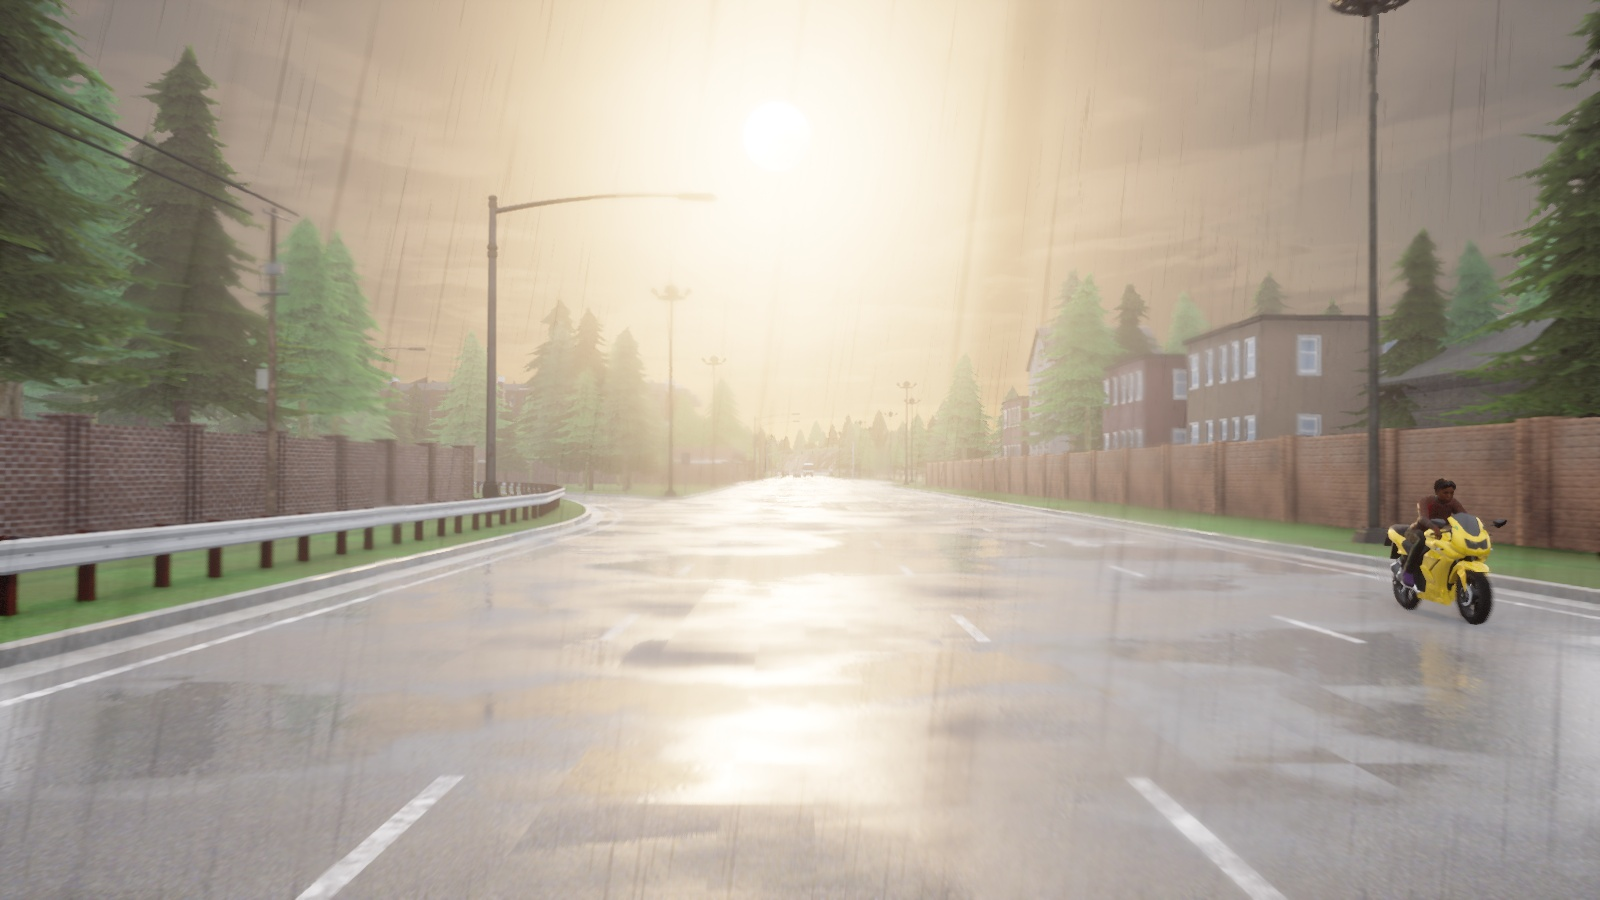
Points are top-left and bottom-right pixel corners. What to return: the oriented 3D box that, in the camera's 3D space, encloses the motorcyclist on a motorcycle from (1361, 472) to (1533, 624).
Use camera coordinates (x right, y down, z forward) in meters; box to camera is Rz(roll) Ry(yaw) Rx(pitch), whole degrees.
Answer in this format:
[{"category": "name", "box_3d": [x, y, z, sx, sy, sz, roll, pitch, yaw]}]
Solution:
[{"category": "motorcyclist on a motorcycle", "box_3d": [6.966, 1.007, 13.655, 0.797, 1.523, 2.044, 0, -1, 0]}]
